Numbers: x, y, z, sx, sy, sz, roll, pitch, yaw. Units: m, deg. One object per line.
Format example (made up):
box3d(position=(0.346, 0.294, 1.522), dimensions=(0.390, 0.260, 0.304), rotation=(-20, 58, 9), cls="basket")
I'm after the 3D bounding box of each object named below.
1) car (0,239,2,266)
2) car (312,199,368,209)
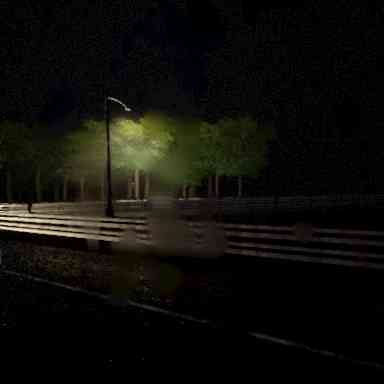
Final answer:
box3d(position=(-7.450, 1.373, 9.224), dimensions=(5.566, 2.045, 2.150), rotation=(-1, 0, 36), cls="car")
box3d(position=(14.802, 1.017, 33.403), dimensions=(5.357, 1.411, 2.033), rotation=(-2, -1, -6), cls="car")
